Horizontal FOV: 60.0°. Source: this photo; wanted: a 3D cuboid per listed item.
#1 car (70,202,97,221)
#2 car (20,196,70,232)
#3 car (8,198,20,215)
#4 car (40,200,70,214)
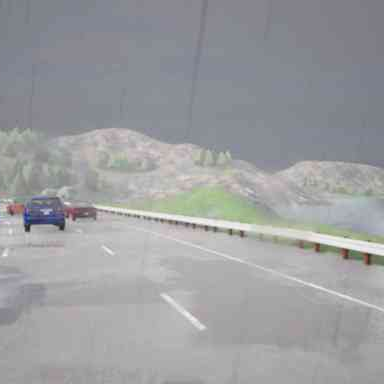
[{"bbox_3d":[-9.461,1.540,27.985,1.882,1.535,5.008,0,0,-31],"label":"car"},{"bbox_3d":[-9.394,1.275,20.925,2.150,2.045,5.566,0,0,-28],"label":"car"},{"bbox_3d":[-17.947,1.452,34.869,2.097,1.767,4.553,0,0,-33],"label":"car"},{"bbox_3d":[-15.599,1.641,37.665,2.033,1.411,5.357,0,0,-34],"label":"car"}]
